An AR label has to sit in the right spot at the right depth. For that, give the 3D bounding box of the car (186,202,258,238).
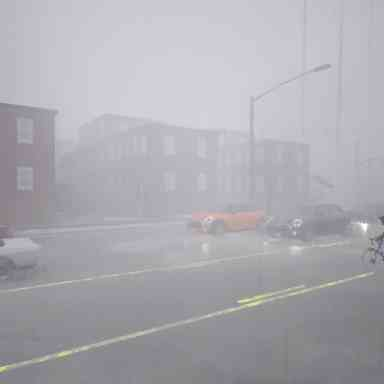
[{"bbox_3d":[1.927,1.353,17.932,4.553,1.767,2.097,0,0,-34],"label":"car"}]

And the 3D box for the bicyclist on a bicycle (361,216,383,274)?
[{"bbox_3d":[5.295,1.453,8.842,0.582,1.620,1.656,0,-1,-34],"label":"bicyclist on a bicycle"}]

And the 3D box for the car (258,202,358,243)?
[{"bbox_3d":[5.731,1.351,16.275,4.553,1.767,2.097,0,0,-34],"label":"car"}]

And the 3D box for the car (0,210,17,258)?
[{"bbox_3d":[-8.692,1.478,10.999,5.008,1.535,1.882,0,0,-31],"label":"car"}]

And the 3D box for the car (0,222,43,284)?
[{"bbox_3d":[-6.314,1.601,8.073,4.718,1.301,1.895,0,0,-35],"label":"car"}]

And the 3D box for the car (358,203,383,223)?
[{"bbox_3d":[13.859,1.564,25.875,4.181,1.385,1.994,0,0,-34],"label":"car"}]
